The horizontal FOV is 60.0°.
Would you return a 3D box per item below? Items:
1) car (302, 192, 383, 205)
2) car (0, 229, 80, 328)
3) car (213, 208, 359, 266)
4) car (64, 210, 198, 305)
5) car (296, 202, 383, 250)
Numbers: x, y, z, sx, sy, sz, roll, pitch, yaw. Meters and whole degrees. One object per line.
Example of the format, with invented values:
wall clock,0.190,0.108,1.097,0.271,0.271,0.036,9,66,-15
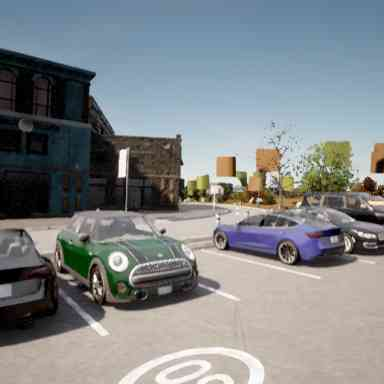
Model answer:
car,7.291,1.047,14.611,2.435,2.045,5.566,-1,1,-35
car,-4.086,1.450,6.567,2.163,1.488,4.792,0,0,-36
car,2.728,1.409,11.428,2.163,1.488,4.792,-1,0,-35
car,-1.818,1.290,8.187,2.185,1.767,4.553,0,0,-36
car,5.004,1.345,13.022,2.231,1.521,4.892,-1,1,-35
